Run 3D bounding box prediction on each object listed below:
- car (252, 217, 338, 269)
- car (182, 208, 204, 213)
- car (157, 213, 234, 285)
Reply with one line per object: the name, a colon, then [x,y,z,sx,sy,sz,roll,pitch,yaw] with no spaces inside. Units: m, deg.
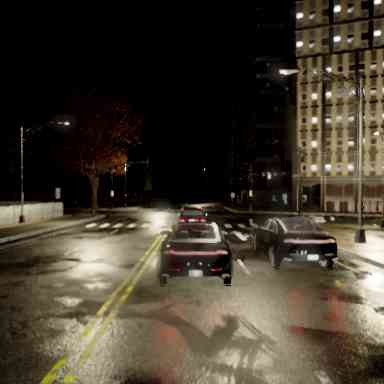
car: [3.352,1.621,11.634,2.128,1.511,4.902,0,-1,0]
car: [0.052,1.795,22.109,2.033,1.411,5.357,0,-1,0]
car: [0.083,1.601,9.774,2.128,1.511,4.902,0,-1,0]
